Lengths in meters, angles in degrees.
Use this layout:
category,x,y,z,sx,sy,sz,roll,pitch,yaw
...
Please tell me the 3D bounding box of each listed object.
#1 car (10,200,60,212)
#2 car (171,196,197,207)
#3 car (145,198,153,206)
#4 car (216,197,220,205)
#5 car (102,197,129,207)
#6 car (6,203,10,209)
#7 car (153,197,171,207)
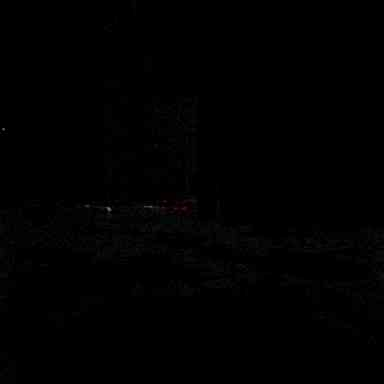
category,x,y,z,sx,sy,sz,roll,pitch,yaw
car,-17.957,1.617,38.682,1.895,1.301,4.718,0,0,36
car,-0.537,1.411,51.492,2.097,1.767,4.553,0,0,36
car,-5.928,1.611,55.305,1.994,1.385,4.181,0,0,36
car,5.147,1.637,59.477,1.994,1.385,4.181,0,0,36
car,-11.974,1.558,52.520,1.812,1.442,4.674,0,1,36
car,-20.246,1.612,41.061,1.895,1.301,4.718,0,0,36
car,-3.484,1.577,52.968,1.812,1.442,4.674,0,0,36
